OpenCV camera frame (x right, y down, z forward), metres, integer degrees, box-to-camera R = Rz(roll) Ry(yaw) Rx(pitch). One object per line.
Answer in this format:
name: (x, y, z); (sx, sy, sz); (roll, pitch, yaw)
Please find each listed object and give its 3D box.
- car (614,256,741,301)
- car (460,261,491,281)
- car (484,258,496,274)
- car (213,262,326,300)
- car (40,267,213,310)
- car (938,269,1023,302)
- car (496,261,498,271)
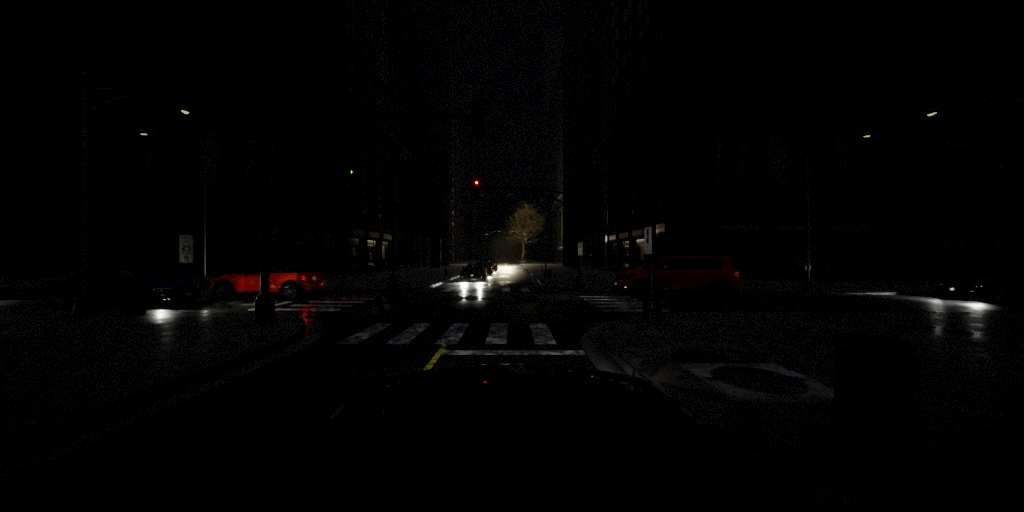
car: (7.827, 0.999, 17.269); (5.566, 2.045, 2.150); (0, 0, 5)
car: (-3.082, 1.314, 29.605); (1.994, 1.385, 4.181); (0, 0, 0)
car: (-3.077, 1.232, 38.676); (1.882, 1.535, 5.008); (0, 0, 0)
car: (-11.499, 1.066, 17.030); (4.553, 1.767, 2.097); (0, 0, 0)
car: (-14.903, 1.176, 13.820); (5.008, 1.535, 1.882); (0, 0, 2)
car: (23.289, 1.330, 16.989); (4.892, 1.490, 1.837); (0, 0, 0)
car: (-3.061, 1.116, 48.321); (2.097, 1.767, 4.553); (0, 0, 0)
